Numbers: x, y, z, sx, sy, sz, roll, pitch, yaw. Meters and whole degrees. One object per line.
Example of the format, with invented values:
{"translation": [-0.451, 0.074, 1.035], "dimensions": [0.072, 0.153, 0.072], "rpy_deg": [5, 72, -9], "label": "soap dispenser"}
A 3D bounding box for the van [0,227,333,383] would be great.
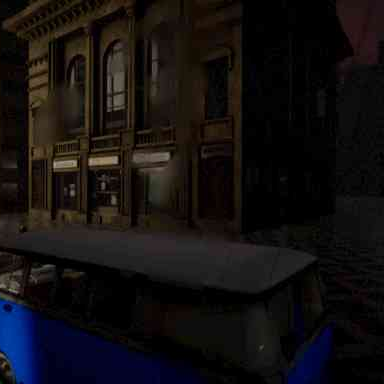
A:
{"translation": [-0.660, 1.341, 3.435], "dimensions": [3.998, 1.788, 1.690], "rpy_deg": [0, 0, 36], "label": "van"}
